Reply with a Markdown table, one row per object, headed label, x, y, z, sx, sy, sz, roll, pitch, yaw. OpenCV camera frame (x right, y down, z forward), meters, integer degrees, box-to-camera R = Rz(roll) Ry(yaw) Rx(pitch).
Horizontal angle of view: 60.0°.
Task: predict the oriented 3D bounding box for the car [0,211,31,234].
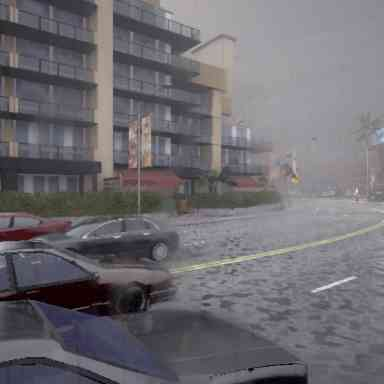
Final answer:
| label | x | y | z | sx | sy | sz | roll | pitch | yaw |
| --- | --- | --- | --- | --- | --- | --- | --- | --- | --- |
| car | -6.728 | 1.468 | 11.618 | 5.008 | 1.535 | 1.882 | 0 | 0 | -37 |

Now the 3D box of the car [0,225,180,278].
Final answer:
| label | x | y | z | sx | sy | sz | roll | pitch | yaw |
| --- | --- | --- | --- | --- | --- | --- | --- | --- | --- |
| car | -2.893 | 1.543 | 5.421 | 5.357 | 1.411 | 2.033 | 0 | 0 | -36 |

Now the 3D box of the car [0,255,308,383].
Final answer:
| label | x | y | z | sx | sy | sz | roll | pitch | yaw |
| --- | --- | --- | --- | --- | --- | --- | --- | --- | --- |
| car | -1.489 | 1.545 | 2.118 | 5.357 | 1.411 | 2.033 | 0 | 0 | -36 |

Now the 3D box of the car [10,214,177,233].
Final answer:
| label | x | y | z | sx | sy | sz | roll | pitch | yaw |
| --- | --- | --- | --- | --- | --- | --- | --- | --- | --- |
| car | -2.648 | 1.497 | 10.329 | 4.892 | 1.490 | 1.837 | 0 | 0 | -38 |
